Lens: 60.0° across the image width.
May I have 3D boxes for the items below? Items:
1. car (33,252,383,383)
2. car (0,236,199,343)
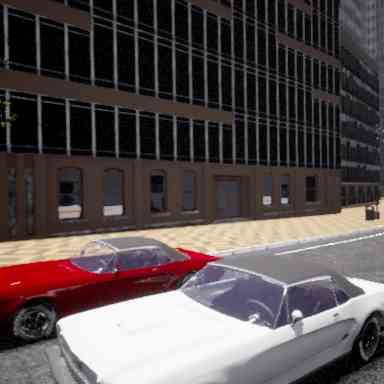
[{"bbox_3d":[0.736,1.607,4.305,4.718,1.301,1.895,0,0,-37],"label":"car"},{"bbox_3d":[-1.639,1.612,6.593,4.718,1.301,1.895,0,0,-37],"label":"car"}]
